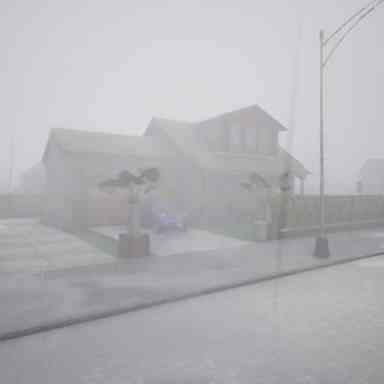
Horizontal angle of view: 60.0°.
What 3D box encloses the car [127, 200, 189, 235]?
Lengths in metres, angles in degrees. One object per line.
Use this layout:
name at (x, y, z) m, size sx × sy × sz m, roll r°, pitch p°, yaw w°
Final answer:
car at (-1.681, 1.165, 16.256) m, size 1.845 × 1.501 × 3.633 m, roll 0°, pitch 0°, yaw -38°
